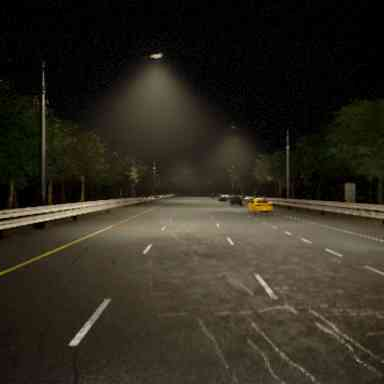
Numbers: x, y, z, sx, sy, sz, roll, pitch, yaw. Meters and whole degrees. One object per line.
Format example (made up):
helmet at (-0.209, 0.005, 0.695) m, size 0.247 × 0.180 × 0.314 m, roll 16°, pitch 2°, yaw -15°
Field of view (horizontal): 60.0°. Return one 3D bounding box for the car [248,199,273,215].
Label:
car at (6.998, 1.495, 34.401) m, size 1.882 × 1.535 × 5.008 m, roll 0°, pitch 0°, yaw 0°

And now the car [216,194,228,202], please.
car at (7.026, 1.622, 75.654) m, size 1.895 × 1.301 × 4.718 m, roll 0°, pitch 0°, yaw 0°

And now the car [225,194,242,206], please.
car at (6.997, 1.554, 54.017) m, size 1.837 × 1.490 × 4.892 m, roll 0°, pitch 0°, yaw 0°
